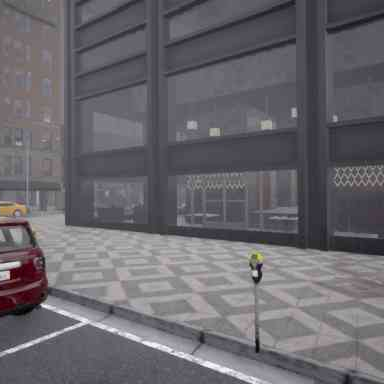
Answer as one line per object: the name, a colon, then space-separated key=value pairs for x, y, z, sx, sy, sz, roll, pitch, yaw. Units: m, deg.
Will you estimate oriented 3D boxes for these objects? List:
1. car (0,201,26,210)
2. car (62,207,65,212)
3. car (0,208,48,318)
car: x=-18.234 y=1.641 z=31.175 sx=1.882 sy=1.535 sz=5.008 roll=-1 pitch=-1 yaw=36
car: x=-12.461 y=1.794 z=39.157 sx=2.033 sy=1.411 sz=5.357 roll=-1 pitch=-1 yaw=35
car: x=-4.743 y=1.317 z=6.248 sx=5.009 sy=1.841 sz=2.192 roll=0 pitch=-1 yaw=36
